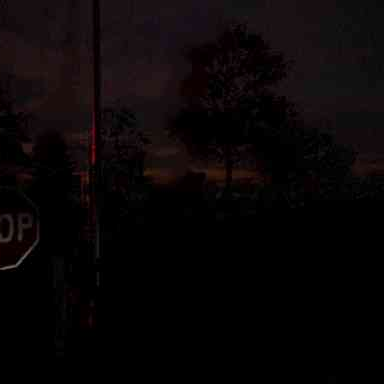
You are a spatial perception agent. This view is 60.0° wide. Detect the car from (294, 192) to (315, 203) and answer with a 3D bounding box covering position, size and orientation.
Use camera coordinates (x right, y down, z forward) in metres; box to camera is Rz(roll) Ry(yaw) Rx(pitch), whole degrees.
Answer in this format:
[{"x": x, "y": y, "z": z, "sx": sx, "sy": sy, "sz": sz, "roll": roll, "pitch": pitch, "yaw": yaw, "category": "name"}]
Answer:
[{"x": 16.387, "y": 0.757, "z": 48.389, "sx": 1.882, "sy": 1.535, "sz": 5.008, "roll": -1, "pitch": 1, "yaw": 37, "category": "car"}]
